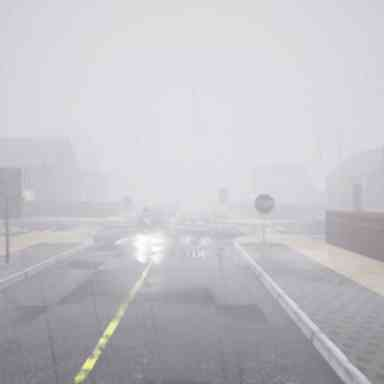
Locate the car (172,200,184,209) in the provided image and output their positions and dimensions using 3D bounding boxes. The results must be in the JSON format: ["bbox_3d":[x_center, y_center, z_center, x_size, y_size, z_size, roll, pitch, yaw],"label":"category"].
[{"bbox_3d":[-2.735,2.450,66.784,2.097,1.767,4.553,0,-1,0],"label":"car"}]

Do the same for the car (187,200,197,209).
[{"bbox_3d":[0.015,2.656,66.518,1.994,1.385,4.181,0,-1,0],"label":"car"}]

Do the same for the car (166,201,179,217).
[{"bbox_3d":[-2.840,2.068,38.057,1.812,1.442,4.674,0,-1,0],"label":"car"}]

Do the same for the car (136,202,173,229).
[{"bbox_3d":[-2.834,1.770,24.235,2.128,1.511,4.902,1,0,0],"label":"car"}]

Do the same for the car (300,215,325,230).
[{"bbox_3d":[10.419,2.061,24.169,4.718,1.301,1.895,1,0,-1],"label":"car"}]

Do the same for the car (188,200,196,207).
[{"bbox_3d":[0.016,2.646,76.527,1.837,1.490,4.892,0,-1,0],"label":"car"}]

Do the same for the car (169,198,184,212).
[{"bbox_3d":[-2.823,2.034,52.812,2.150,2.045,5.566,0,-2,0],"label":"car"}]
